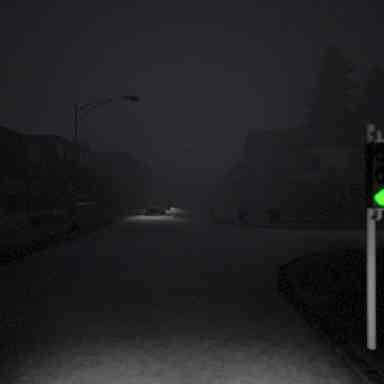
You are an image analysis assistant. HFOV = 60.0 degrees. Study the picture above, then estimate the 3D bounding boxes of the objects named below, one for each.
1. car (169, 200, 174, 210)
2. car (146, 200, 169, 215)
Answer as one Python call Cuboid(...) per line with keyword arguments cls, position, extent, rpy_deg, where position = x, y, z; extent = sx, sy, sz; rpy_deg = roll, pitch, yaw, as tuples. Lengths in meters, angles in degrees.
Cuboid(cls="car", position=(-4.083, 1.870, 47.836), extent=(1.837, 1.490, 4.892), rpy_deg=(0, 0, 0))
Cuboid(cls="car", position=(-4.088, 1.767, 37.867), extent=(1.882, 1.535, 5.008), rpy_deg=(0, 0, 0))
